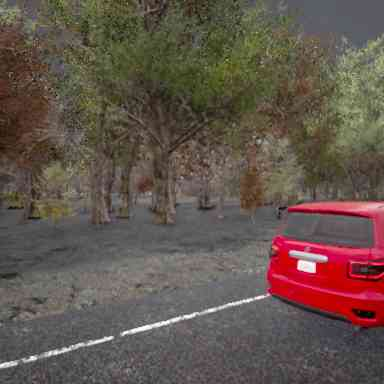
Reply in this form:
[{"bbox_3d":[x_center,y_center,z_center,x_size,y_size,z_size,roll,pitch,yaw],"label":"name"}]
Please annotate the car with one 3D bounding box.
[{"bbox_3d":[3.895,1.199,6.524,5.566,2.045,2.150,0,0,-35],"label":"car"}]
